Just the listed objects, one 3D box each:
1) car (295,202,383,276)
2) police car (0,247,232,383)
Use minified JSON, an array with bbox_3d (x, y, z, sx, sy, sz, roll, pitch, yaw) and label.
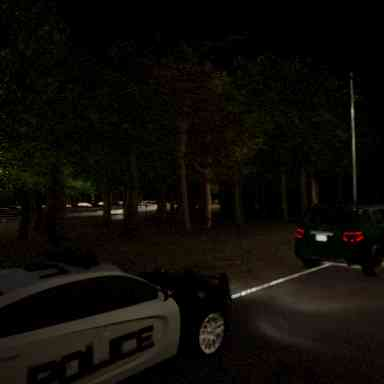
[{"bbox_3d":[5.637,1.399,11.234,5.566,2.045,2.150,0,-2,-43],"label":"car"},{"bbox_3d":[-1.413,1.566,4.321,1.930,1.638,5.238,-2,-2,44],"label":"police car"}]
